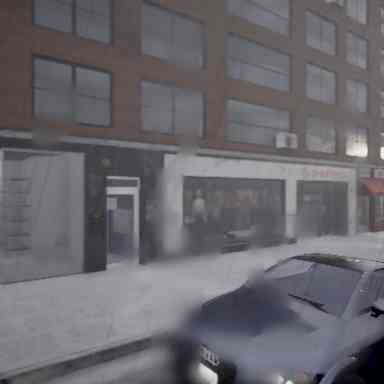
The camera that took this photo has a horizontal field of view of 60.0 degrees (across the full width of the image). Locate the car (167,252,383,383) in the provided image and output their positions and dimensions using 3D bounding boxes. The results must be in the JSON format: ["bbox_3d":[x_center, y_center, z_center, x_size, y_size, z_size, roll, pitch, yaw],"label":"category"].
[{"bbox_3d":[1.773,1.565,4.337,4.181,1.385,1.994,0,0,-35],"label":"car"}]
